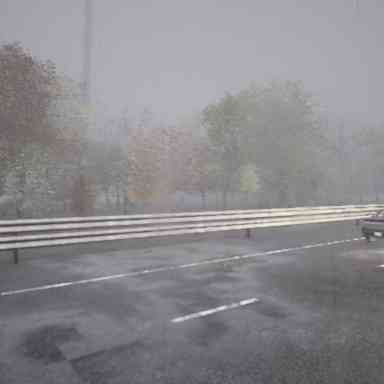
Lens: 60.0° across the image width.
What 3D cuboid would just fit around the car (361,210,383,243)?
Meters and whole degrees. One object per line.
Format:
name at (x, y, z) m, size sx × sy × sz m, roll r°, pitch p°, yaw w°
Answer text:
car at (9.572, 1.509, 14.998) m, size 4.902 × 1.511 × 2.128 m, roll 0°, pitch 0°, yaw -35°
